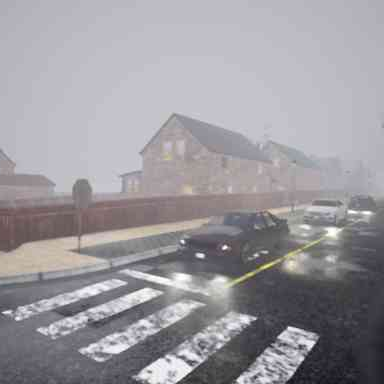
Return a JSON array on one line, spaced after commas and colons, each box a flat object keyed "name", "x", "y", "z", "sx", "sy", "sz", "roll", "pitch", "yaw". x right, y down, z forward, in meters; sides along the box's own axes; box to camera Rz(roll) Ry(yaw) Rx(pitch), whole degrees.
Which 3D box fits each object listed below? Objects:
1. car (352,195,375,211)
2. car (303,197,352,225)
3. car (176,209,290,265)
[{"name": "car", "x": 16.330, "y": 0.998, "z": 31.986, "sx": 1.994, "sy": 1.385, "sz": 4.181, "roll": 2, "pitch": 2, "yaw": 35}, {"name": "car", "x": 8.432, "y": 1.138, "z": 20.836, "sx": 1.812, "sy": 1.442, "sz": 4.674, "roll": 2, "pitch": 2, "yaw": 35}, {"name": "car", "x": 1.716, "y": 1.315, "z": 11.293, "sx": 2.033, "sy": 1.411, "sz": 5.357, "roll": 2, "pitch": 2, "yaw": 34}]
